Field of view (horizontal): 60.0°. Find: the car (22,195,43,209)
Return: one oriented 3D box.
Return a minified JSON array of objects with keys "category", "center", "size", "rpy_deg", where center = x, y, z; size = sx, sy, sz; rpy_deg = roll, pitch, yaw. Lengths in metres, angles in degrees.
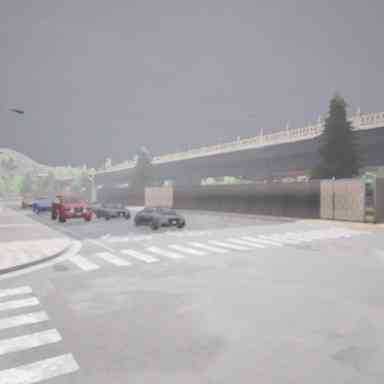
[{"category":"car","center":[-23.222,1.657,47.865],"size":[1.882,1.535,5.008],"rpy_deg":[0,0,-32]}]

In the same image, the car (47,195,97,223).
[{"category":"car","center":[-9.614,1.287,26.334],"size":[2.150,2.045,5.566],"rpy_deg":[0,-1,-32]}]

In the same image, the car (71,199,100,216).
[{"category":"car","center":[-11.534,1.603,35.893],"size":[1.837,1.490,4.892],"rpy_deg":[0,0,-32]}]

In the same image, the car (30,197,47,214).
[{"category":"car","center":[-16.637,1.601,37.409],"size":[1.882,1.535,5.008],"rpy_deg":[0,0,-32]}]

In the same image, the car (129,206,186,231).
[{"category":"car","center":[-2.089,1.584,21.012],"size":[1.994,1.385,4.181],"rpy_deg":[0,0,-32]}]

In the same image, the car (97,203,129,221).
[{"category":"car","center":[-6.731,1.624,28.333],"size":[1.994,1.385,4.181],"rpy_deg":[0,0,-32]}]
